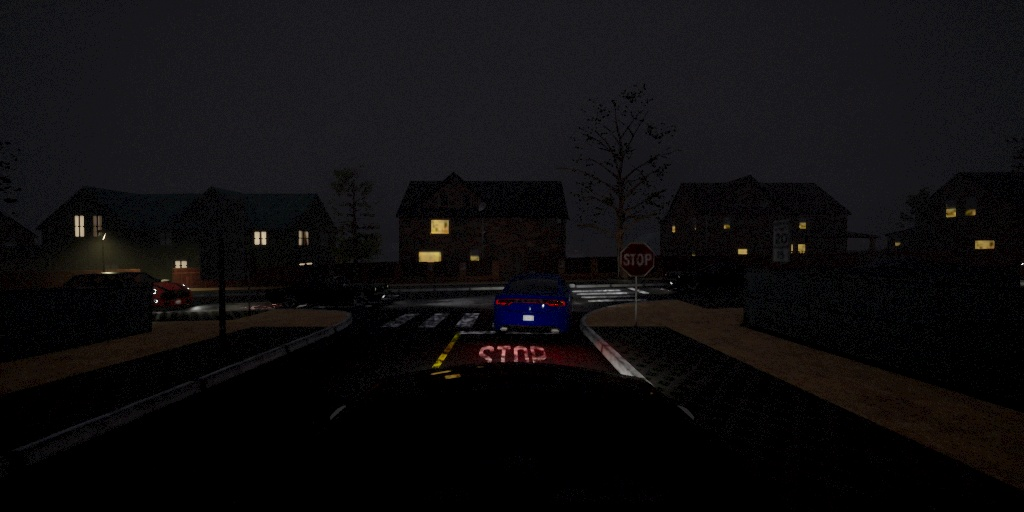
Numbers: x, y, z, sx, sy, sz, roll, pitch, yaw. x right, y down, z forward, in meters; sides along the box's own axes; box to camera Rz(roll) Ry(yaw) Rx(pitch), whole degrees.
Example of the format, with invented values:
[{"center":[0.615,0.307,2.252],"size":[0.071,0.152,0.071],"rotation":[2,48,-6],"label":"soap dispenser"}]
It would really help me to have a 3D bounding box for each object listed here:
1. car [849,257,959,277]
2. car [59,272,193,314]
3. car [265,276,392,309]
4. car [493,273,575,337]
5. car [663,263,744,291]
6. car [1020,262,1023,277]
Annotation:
[{"center":[20.061,0.753,18.578],"size":[5.357,1.411,2.033],"rotation":[-1,1,0],"label":"car"},{"center":[-16.795,1.472,15.618],"size":[4.553,1.767,2.097],"rotation":[-1,1,0],"label":"car"},{"center":[-7.807,1.506,15.623],"size":[4.718,1.301,1.895],"rotation":[-1,1,0],"label":"car"},{"center":[0.789,1.226,10.413],"size":[1.882,1.535,5.008],"rotation":[0,0,10],"label":"car"},{"center":[10.416,1.034,18.545],"size":[4.718,1.301,1.895],"rotation":[-1,1,-1],"label":"car"},{"center":[29.571,0.335,18.567],"size":[4.553,1.767,2.097],"rotation":[-1,1,0],"label":"car"}]
